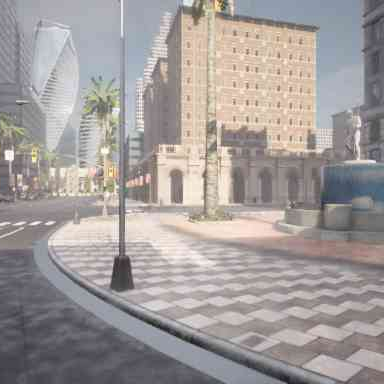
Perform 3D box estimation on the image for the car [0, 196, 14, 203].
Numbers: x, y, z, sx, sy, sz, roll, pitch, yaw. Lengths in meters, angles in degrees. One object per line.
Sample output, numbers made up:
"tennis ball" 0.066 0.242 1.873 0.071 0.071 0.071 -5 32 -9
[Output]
"car" -38.961 1.513 70.149 2.161 1.482 4.786 0 0 -15
